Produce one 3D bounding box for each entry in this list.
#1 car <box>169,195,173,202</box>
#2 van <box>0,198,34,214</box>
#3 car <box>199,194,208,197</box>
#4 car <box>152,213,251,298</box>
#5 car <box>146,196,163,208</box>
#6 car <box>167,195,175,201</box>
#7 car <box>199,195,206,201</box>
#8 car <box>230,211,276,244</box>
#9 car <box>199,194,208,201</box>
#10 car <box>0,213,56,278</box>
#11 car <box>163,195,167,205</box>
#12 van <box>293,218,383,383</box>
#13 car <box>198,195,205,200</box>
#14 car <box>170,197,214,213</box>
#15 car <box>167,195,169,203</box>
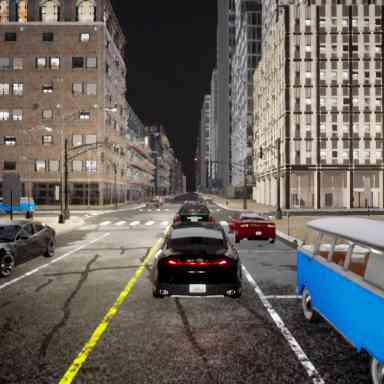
[{"bbox_3d":[-5.632,1.512,70.800,2.008,1.369,4.403,1,0,0],"label":"car"},{"bbox_3d":[-19.711,1.522,37.074,3.998,1.788,1.690,0,0,1],"label":"van"},{"bbox_3d":[2.741,1.525,59.491,2.008,1.369,4.403,1,0,0],"label":"car"},{"bbox_3d":[0.107,1.505,8.473,1.837,1.490,4.892,0,0,0],"label":"car"},{"bbox_3d":[-5.648,1.569,48.194,1.802,1.307,4.206,1,0,0],"label":"car"},{"bbox_3d":[-5.619,1.467,87.586,1.752,1.417,4.829,1,0,0],"label":"car"},{"bbox_3d":[2.761,1.467,87.918,1.752,1.417,4.829,1,0,0],"label":"car"},{"bbox_3d":[2.710,1.544,15.744,1.887,1.381,4.507,1,0,0],"label":"car"},{"bbox_3d":[2.758,1.389,82.097,1.967,1.590,4.097,1,0,0],"label":"car"},{"bbox_3d":[-5.675,1.566,10.179,1.947,1.339,4.313,1,0,0],"label":"car"},{"bbox_3d":[-5.642,1.421,53.847,1.967,1.590,4.097,1,0,0],"label":"car"},{"bbox_3d":[2.704,1.342,4.591,1.690,1.788,3.998,1,0,0],"label":"van"},{"bbox_3d":[2.764,1.516,93.400,1.802,1.307,4.206,1,0,0],"label":"car"},{"bbox_3d":[0.082,1.351,17.566,2.097,1.767,4.553,0,0,-1],"label":"car"},{"bbox_3d":[-5.640,1.556,59.498,1.802,1.307,4.206,1,0,0],"label":"car"}]
